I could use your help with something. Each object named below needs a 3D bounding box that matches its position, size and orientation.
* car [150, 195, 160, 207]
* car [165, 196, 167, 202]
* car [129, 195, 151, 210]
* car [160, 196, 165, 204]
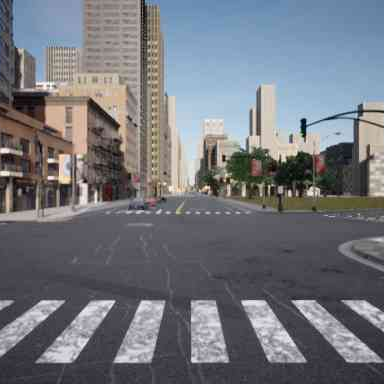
[{"bbox_3d":[-6.616,1.283,50.596,2.097,1.767,4.553,0,0,0],"label":"car"},{"bbox_3d":[-6.518,1.468,71.863,1.895,1.301,4.718,0,0,0],"label":"car"},{"bbox_3d":[-6.637,1.474,41.544,1.812,1.442,4.674,0,0,0],"label":"car"},{"bbox_3d":[-6.596,1.476,60.642,1.994,1.385,4.181,0,0,0],"label":"car"}]
